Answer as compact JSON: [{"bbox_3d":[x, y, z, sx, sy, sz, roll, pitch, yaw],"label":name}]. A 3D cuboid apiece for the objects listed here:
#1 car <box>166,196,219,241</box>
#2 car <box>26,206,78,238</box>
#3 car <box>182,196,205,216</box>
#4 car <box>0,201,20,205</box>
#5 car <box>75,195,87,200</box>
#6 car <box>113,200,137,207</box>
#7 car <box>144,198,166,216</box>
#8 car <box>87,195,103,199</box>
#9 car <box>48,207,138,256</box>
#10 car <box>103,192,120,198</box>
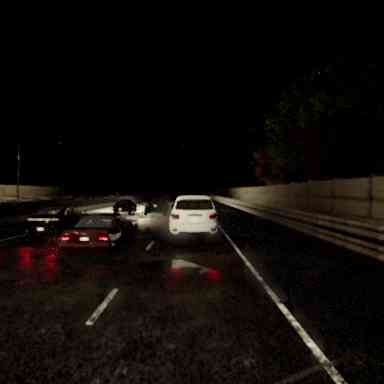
[{"bbox_3d":[0.105,1.204,16.557,2.150,2.045,5.566,0,0,0],"label":"car"},{"bbox_3d":[-6.896,1.475,17.571,2.128,1.511,4.902,0,0,0],"label":"car"},{"bbox_3d":[0.109,1.325,32.849,2.097,1.767,4.553,0,0,0],"label":"car"},{"bbox_3d":[-17.586,1.576,31.605,1.895,1.301,4.718,0,0,0],"label":"car"},{"bbox_3d":[-24.471,1.378,74.112,1.882,1.535,5.008,0,0,0],"label":"car"},{"bbox_3d":[-6.888,1.499,34.264,1.812,1.442,4.674,0,0,0],"label":"car"},{"bbox_3d":[-3.390,1.325,32.809,2.097,1.767,4.553,0,0,0],"label":"car"},{"bbox_3d":[-20.971,1.440,74.110,2.033,1.411,5.357,0,0,0],"label":"car"},{"bbox_3d":[-3.401,1.534,13.035,2.033,1.411,5.357,0,0,0],"label":"car"},{"bbox_3d":[-17.471,1.125,74.079,2.150,2.045,5.566,0,0,0],"label":"car"}]
